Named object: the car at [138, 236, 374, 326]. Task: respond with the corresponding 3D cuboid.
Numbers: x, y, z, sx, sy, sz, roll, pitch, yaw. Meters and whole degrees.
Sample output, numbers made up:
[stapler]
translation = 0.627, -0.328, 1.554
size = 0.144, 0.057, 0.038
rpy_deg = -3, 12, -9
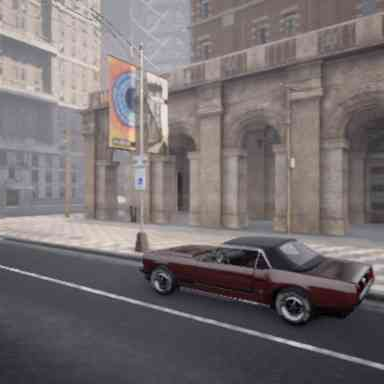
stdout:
[car]
translation = 1.092, 1.604, 7.081
size = 4.718, 1.301, 1.895
rpy_deg = 0, 0, 35
